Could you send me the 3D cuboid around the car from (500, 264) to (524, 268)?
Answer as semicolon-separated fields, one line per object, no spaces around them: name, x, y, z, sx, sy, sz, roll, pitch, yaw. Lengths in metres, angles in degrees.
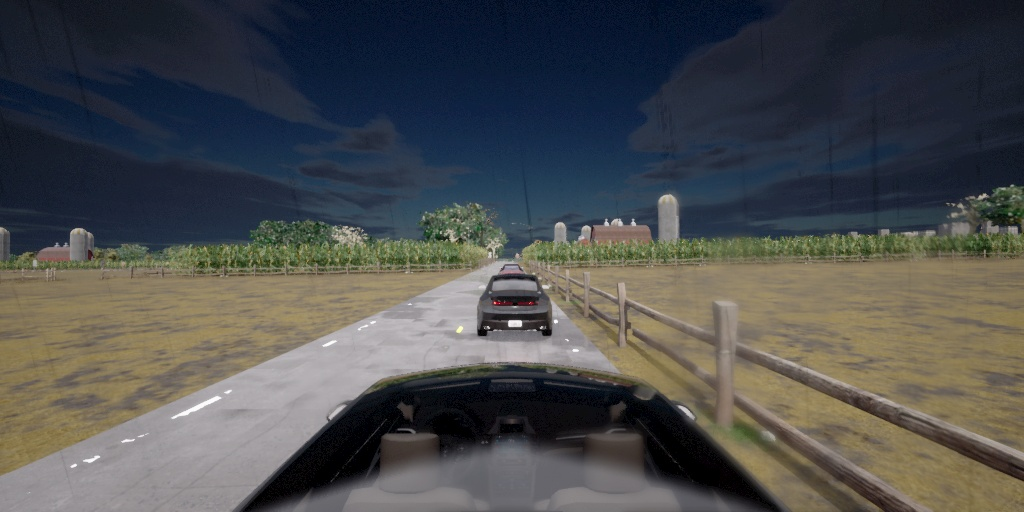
car;-0.028;1.295;27.265;1.994;1.385;4.181;0;0;0

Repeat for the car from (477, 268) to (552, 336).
car;0.058;1.253;10.367;1.837;1.490;4.892;0;0;0
